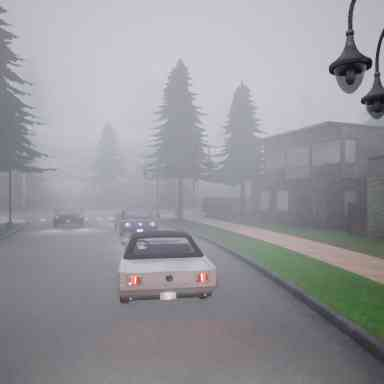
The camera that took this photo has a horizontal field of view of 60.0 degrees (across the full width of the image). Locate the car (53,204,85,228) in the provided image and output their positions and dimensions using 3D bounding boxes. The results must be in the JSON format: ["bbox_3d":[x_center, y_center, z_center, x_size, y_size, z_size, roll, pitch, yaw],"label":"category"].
[{"bbox_3d":[-8.333,1.527,22.638,1.812,1.442,4.674,0,0,-19],"label":"car"}]

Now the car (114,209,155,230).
[{"bbox_3d":[-3.203,1.601,18.288,1.895,1.301,4.718,0,0,-18],"label":"car"}]

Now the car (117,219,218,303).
[{"bbox_3d":[-0.809,1.601,8.239,1.895,1.301,4.718,0,0,-10],"label":"car"}]
